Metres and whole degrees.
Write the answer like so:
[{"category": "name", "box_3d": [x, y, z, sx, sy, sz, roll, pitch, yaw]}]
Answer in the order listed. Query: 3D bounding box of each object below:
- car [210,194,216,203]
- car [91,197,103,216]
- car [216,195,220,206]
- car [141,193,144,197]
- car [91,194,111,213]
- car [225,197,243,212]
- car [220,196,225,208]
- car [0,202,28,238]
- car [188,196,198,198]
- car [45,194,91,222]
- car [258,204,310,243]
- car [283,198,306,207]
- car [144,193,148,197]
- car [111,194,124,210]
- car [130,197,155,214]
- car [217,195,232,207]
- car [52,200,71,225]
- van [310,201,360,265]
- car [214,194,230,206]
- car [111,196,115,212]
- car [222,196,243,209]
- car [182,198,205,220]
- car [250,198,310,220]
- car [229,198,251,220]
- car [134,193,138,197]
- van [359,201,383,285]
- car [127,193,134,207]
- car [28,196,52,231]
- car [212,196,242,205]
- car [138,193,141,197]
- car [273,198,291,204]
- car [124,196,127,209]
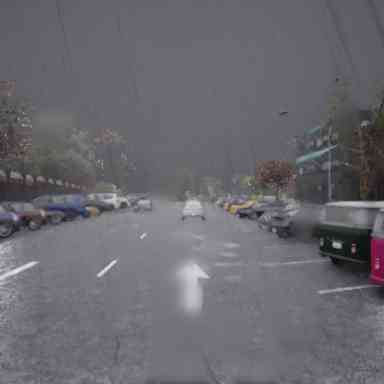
[{"category": "car", "box_3d": [5.853, 1.487, 48.444, 5.366, 1.575, 1.946, 1, 0, -20]}, {"category": "car", "box_3d": [-10.759, 1.483, 28.620, 5.366, 1.575, 1.946, -1, 0, -20]}, {"category": "car", "box_3d": [6.044, 1.522, 42.611, 4.792, 1.488, 2.163, 1, 0, -20]}, {"category": "car", "box_3d": [-10.893, 1.362, 55.762, 4.553, 1.767, 2.185, -1, 0, -20]}, {"category": "car", "box_3d": [-10.902, 1.237, 31.583, 5.566, 2.045, 2.435, -1, 0, -20]}, {"category": "car", "box_3d": [6.184, 1.492, 30.832, 5.366, 1.575, 1.946, 1, 0, -20]}, {"category": "car", "box_3d": [6.188, 1.492, 36.749, 5.366, 1.575, 1.946, 1, 0, -20]}, {"category": "car", "box_3d": [-10.902, 1.362, 16.465, 4.553, 1.767, 2.185, -1, 0, -20]}, {"category": "car", "box_3d": [0.122, 1.356, 44.444, 2.097, 1.767, 4.553, 0, 0, 0]}, {"category": "car", "box_3d": [-10.964, 1.238, 25.520, 5.566, 2.045, 2.435, -1, 0, -20]}, {"category": "car", "box_3d": [6.007, 1.493, 15.959, 4.892, 1.521, 2.231, 1, 0, -20]}, {"category": "car", "box_3d": [22.498, 2.304, 73.102, 1.946, 1.575, 5.366, 2, 1, -21]}, {"category": "car", "box_3d": [-10.926, 1.489, 58.776, 4.892, 1.521, 2.231, -1, 0, -20]}, {"category": "car", "box_3d": [-10.961, 1.237, 37.611, 5.566, 2.045, 2.435, -1, 0, -20]}, {"category": "car", "box_3d": [-5.077, 1.529, 35.970, 1.812, 1.442, 4.674, 0, 0, 0]}, {"category": "car", "box_3d": [6.016, 1.492, 39.645, 5.008, 1.535, 2.097, 1, 0, -20]}, {"category": "car", "box_3d": [-10.905, 1.518, 22.518, 4.792, 1.488, 2.163, -1, 0, -20]}, {"category": "van", "box_3d": [6.117, 1.267, 10.092, 4.442, 1.987, 1.878, 1, 0, -20]}, {"category": "car", "box_3d": [6.024, 1.493, 45.561, 4.892, 1.521, 2.231, 1, 0, -20]}, {"category": "car", "box_3d": [-10.916, 1.489, 34.590, 4.892, 1.521, 2.231, -1, 0, -20]}, {"category": "car", "box_3d": [6.015, 1.492, 33.715, 5.008, 1.535, 2.097, 1, 0, -20]}, {"category": "car", "box_3d": [0.112, 1.530, 28.235, 1.812, 1.442, 4.674, 0, 0, 0]}, {"category": "car", "box_3d": [6.039, 1.367, 18.934, 4.553, 1.767, 2.185, 1, 0, -20]}, {"category": "car", "box_3d": [5.989, 1.522, 27.785, 4.792, 1.488, 2.163, 1, 0, -20]}, {"category": "car", "box_3d": [-10.950, 1.363, 49.697, 4.553, 1.767, 2.185, -1, 0, -20]}, {"category": "van", "box_3d": [6.115, 1.266, 7.133, 4.442, 1.987, 1.878, 1, 0, -20]}, {"category": "car", "box_3d": [-10.903, 1.236, 43.678, 5.566, 2.045, 2.435, -1, 0, -20]}, {"category": "car", "box_3d": [-10.909, 1.362, 19.494, 4.553, 1.767, 2.185, -1, 0, -20]}, {"category": "car", "box_3d": [6.028, 1.532, 57.389, 4.674, 1.452, 2.002, 1, 0, -20]}, {"category": "car", "box_3d": [-10.954, 1.363, 52.724, 4.553, 1.767, 2.185, -1, 0, -20]}, {"category": "car", "box_3d": [24.742, 2.419, 91.439, 2.231, 1.521, 4.892, 2, -1, -21]}, {"category": "car", "box_3d": [-10.898, 1.517, 40.654, 4.792, 1.488, 2.163, -1, 0, -20]}]
